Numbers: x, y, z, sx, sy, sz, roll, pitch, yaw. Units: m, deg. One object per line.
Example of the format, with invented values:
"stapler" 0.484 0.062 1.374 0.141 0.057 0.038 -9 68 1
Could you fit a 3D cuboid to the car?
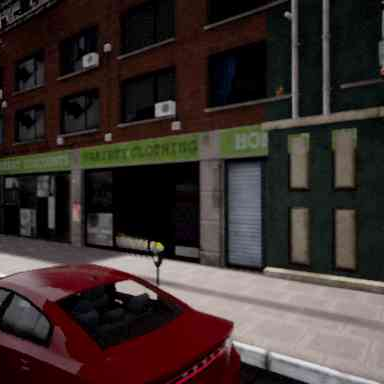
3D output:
"car" -1.645 1.548 3.893 4.507 1.381 1.887 0 0 35
